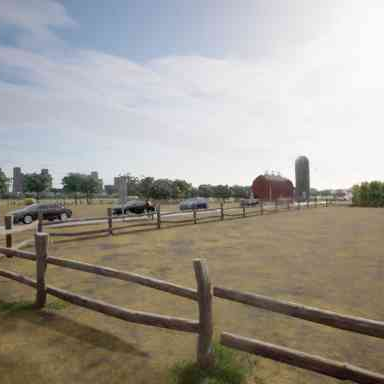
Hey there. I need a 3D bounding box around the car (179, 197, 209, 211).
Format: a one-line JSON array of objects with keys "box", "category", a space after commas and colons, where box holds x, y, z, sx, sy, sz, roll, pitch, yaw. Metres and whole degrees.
[{"box": [0.263, 1.479, 42.231, 2.097, 1.767, 4.553, -2, -1, 35], "category": "car"}]

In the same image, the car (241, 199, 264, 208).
[{"box": [9.132, 1.663, 49.605, 1.895, 1.301, 4.718, -2, -1, 35], "category": "car"}]

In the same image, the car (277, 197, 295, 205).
[{"box": [17.303, 1.688, 61.112, 2.033, 1.411, 5.357, -2, -2, 35], "category": "car"}]

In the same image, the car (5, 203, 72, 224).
[{"box": [-11.604, 1.602, 25.478, 1.837, 1.490, 4.892, -2, -1, 35], "category": "car"}]

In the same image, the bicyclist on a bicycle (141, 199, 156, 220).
[{"box": [-3.522, 1.419, 26.545, 1.656, 1.620, 0.582, 0, 0, 35], "category": "bicyclist on a bicycle"}]

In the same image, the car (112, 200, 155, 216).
[{"box": [-5.907, 1.589, 33.518, 1.882, 1.535, 5.008, -2, -2, 35], "category": "car"}]
